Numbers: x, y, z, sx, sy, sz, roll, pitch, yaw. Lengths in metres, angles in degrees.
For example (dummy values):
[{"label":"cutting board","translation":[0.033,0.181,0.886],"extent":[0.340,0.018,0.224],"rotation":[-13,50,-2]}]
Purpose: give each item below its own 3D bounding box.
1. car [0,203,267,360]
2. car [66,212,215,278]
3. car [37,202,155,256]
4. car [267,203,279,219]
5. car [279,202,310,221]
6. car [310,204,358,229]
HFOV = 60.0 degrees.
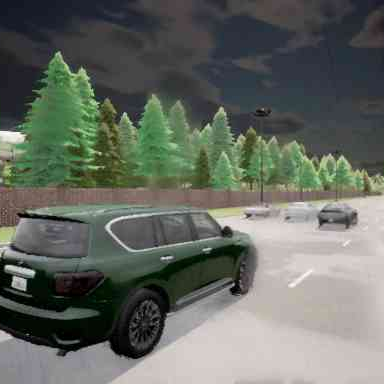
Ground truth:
[{"label":"car","translation":[-0.664,1.229,6.366],"extent":[2.150,2.045,5.566],"rotation":[0,0,34]},{"label":"car","translation":[-1.429,1.560,11.551],"extent":[2.033,1.411,5.357],"rotation":[0,0,34]},{"label":"car","translation":[-3.870,1.368,14.203],"extent":[2.097,1.767,4.553],"rotation":[0,0,34]},{"label":"car","translation":[6.396,1.634,29.712],"extent":[1.895,1.301,4.718],"rotation":[0,0,34]},{"label":"car","translation":[9.067,1.556,27.407],"extent":[1.812,1.442,4.674],"rotation":[0,0,33]},{"label":"car","translation":[9.750,1.516,22.098],"extent":[2.128,1.511,4.902],"rotation":[0,0,34]}]
